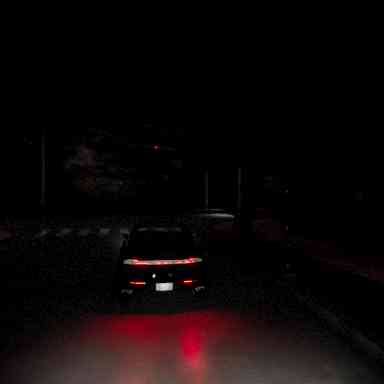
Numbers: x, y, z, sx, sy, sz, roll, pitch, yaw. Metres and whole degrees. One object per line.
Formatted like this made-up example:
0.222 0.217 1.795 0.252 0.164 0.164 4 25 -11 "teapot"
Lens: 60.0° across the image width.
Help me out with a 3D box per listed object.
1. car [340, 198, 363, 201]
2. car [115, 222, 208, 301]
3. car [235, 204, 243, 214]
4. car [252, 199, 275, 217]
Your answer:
15.299 1.348 32.764 4.892 1.490 1.837 0 0 -12 "car"
-0.836 1.492 8.389 2.128 1.511 4.902 0 0 -8 "car"
6.271 1.369 30.764 4.674 1.442 1.812 0 0 -12 "car"
7.781 1.390 27.316 5.357 1.411 2.033 0 0 -13 "car"
